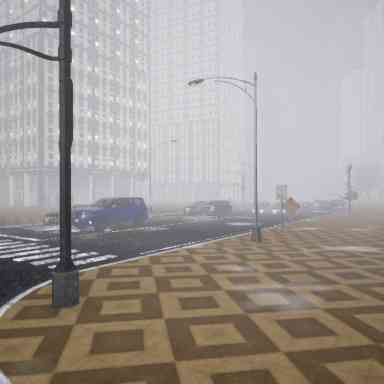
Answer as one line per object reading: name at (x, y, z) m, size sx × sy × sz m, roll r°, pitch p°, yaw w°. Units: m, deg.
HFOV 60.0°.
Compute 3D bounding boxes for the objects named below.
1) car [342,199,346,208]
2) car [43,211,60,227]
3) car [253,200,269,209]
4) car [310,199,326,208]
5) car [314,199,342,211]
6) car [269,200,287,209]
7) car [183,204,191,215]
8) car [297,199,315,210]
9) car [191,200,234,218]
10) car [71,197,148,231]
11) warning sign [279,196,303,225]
car at (24.191, 1.839, 54.740) m, size 1.882 × 1.535 × 5.008 m, roll 0°, pitch 0°, yaw 31°
car at (-8.077, 1.633, 23.676) m, size 2.128 × 1.511 × 4.902 m, roll 0°, pitch -1°, yaw 34°
car at (11.002, 1.966, 51.920) m, size 1.994 × 1.385 × 4.181 m, roll 0°, pitch 0°, yaw 32°
car at (21.466, 1.903, 56.514) m, size 1.812 × 1.442 × 4.674 m, roll 0°, pitch 0°, yaw 31°
car at (18.796, 1.852, 45.886) m, size 2.033 × 1.411 × 5.357 m, roll 0°, pitch 0°, yaw 31°
car at (13.563, 1.904, 49.901) m, size 1.994 × 1.385 × 4.181 m, roll 0°, pitch -1°, yaw 32°
car at (0.887, 1.735, 36.804) m, size 2.128 × 1.511 × 4.902 m, roll 0°, pitch -1°, yaw 34°
car at (16.286, 1.923, 47.999) m, size 1.895 × 1.301 × 4.718 m, roll 0°, pitch 0°, yaw 32°
car at (2.325, 1.567, 33.145) m, size 2.097 × 1.767 × 4.553 m, roll 0°, pitch -1°, yaw 34°
car at (-5.277, 1.348, 22.019) m, size 2.150 × 2.045 × 5.566 m, roll 0°, pitch 0°, yaw 34°
warning sign at (6.824, 1.251, 22.958) m, size 1.300 × 1.860 × 1.060 m, roll 0°, pitch 0°, yaw 34°
